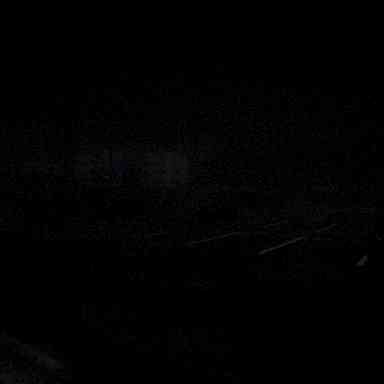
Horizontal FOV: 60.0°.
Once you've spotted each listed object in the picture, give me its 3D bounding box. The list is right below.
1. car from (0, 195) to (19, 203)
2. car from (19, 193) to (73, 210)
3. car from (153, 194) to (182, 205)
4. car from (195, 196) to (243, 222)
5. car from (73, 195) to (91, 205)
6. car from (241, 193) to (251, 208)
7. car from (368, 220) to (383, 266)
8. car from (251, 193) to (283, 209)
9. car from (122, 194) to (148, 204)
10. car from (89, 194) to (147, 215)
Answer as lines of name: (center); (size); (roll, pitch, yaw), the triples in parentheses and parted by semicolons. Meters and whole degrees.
car: (-33.049, 1.172, 58.082); (2.033, 1.411, 5.357); (0, 0, 35)
car: (-16.179, 0.992, 37.107); (1.932, 1.855, 4.605); (0, 0, 35)
car: (-3.602, 1.058, 49.511); (2.152, 1.636, 5.027); (0, 0, 35)
car: (1.740, 1.283, 23.563); (1.845, 1.501, 3.633); (0, 0, 35)
car: (-16.089, 1.172, 49.289); (2.007, 1.523, 4.514); (0, 0, 35)
car: (6.858, 1.021, 42.143); (1.905, 1.878, 3.866); (0, 0, 35)
car: (7.005, 1.330, 10.468); (2.152, 1.636, 5.027); (0, 0, 35)
car: (9.471, 1.050, 40.807); (1.932, 1.855, 4.605); (0, 0, 35)
car: (-9.035, 1.117, 52.942); (1.970, 1.475, 3.806); (0, 0, 35)
car: (-6.405, 1.231, 29.352); (2.007, 1.523, 4.514); (0, 0, 35)
